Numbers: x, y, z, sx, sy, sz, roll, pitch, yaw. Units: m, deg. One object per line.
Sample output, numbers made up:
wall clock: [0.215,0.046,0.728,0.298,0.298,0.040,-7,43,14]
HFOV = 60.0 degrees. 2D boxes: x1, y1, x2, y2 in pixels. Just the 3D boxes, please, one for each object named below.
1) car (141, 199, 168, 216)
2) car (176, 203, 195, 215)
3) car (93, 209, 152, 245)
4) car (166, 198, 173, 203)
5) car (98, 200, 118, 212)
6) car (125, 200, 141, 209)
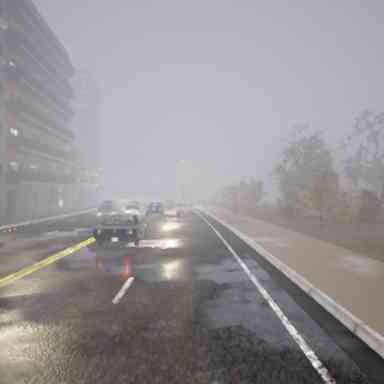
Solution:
car: [-3.987,1.793,36.017,2.033,1.411,5.357,0,0,-3]
car: [-0.760,1.831,36.345,1.895,1.301,4.718,0,0,-3]
car: [-3.257,1.722,16.130,1.895,1.301,4.718,0,0,-1]
car: [-5.822,2.103,83.435,1.895,1.301,4.718,0,0,-9]
car: [-11.288,1.816,44.876,1.882,1.535,5.008,0,0,-4]
car: [-8.157,1.880,46.869,2.033,1.411,5.357,0,0,-4]
